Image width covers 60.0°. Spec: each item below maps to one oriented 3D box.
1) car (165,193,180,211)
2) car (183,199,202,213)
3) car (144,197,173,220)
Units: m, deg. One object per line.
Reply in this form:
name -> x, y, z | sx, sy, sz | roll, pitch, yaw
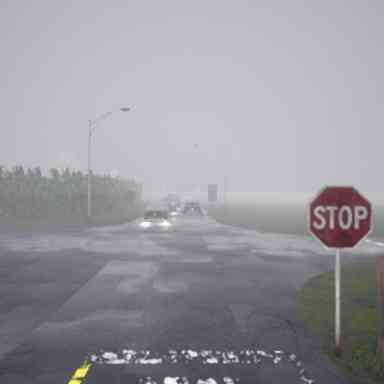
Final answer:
car -> -2.917, 1.373, 39.983 | 2.097, 1.767, 4.553 | 0, 0, 0
car -> 0.031, 1.524, 36.560 | 1.837, 1.490, 4.892 | 0, 0, 0
car -> -2.902, 1.493, 28.339 | 1.882, 1.535, 5.008 | 0, 0, 0
